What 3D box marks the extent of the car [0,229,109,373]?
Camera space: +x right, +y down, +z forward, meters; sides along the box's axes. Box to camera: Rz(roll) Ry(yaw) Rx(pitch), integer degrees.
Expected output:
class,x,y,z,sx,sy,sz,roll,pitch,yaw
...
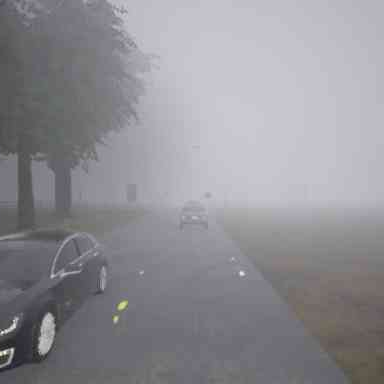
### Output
class,x,y,z,sx,sy,sz,roll,pitch,yaw
car,-2.842,1.504,5.928,1.837,1.490,4.892,0,0,0

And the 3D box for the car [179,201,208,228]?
class,x,y,z,sx,sy,sz,roll,pitch,yaw
car,0.101,1.557,21.958,2.033,1.411,5.357,0,0,0
